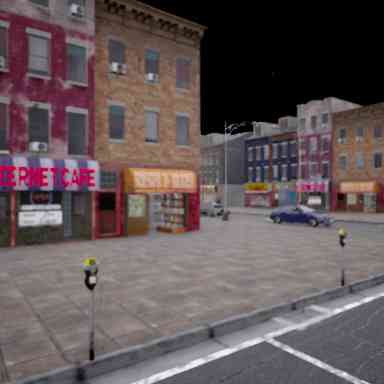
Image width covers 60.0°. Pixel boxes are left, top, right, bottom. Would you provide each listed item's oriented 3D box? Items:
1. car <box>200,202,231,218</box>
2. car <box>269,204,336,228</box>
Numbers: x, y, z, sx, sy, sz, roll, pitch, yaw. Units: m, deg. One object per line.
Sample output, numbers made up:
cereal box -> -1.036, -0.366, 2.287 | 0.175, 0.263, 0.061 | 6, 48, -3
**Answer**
car -> 1.695, 1.613, 30.877 | 1.994, 1.385, 4.181 | 0, 0, -35
car -> 7.437, 1.564, 22.817 | 1.812, 1.442, 4.674 | 0, 0, -35
